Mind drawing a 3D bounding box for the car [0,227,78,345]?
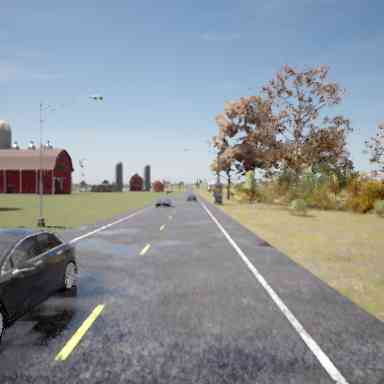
[{"bbox_3d":[-3.594,1.469,5.969,1.837,1.490,4.892,0,0,0],"label":"car"}]

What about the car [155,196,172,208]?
[{"bbox_3d":[-3.618,1.278,42.948,2.033,1.411,5.357,0,0,0],"label":"car"}]

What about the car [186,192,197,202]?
[{"bbox_3d":[-0.055,1.101,61.658,2.128,1.511,4.902,0,0,0],"label":"car"}]

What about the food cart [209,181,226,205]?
[{"bbox_3d":[3.973,0.141,51.874,2.280,3.560,4.660,1,1,0],"label":"food cart"}]

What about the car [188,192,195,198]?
[{"bbox_3d":[-0.074,0.802,83.816,1.812,1.442,4.674,0,0,0],"label":"car"}]
